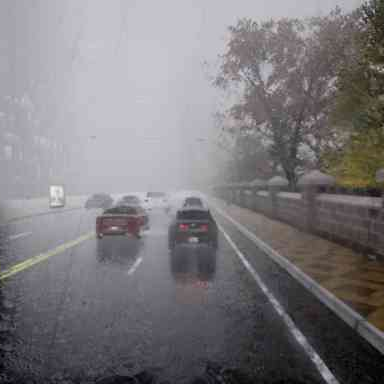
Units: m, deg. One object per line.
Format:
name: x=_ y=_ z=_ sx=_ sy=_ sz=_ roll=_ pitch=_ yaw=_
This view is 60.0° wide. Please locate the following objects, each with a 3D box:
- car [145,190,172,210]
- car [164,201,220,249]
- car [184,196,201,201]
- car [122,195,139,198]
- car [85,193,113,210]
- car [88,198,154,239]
car: x=-3.148 y=0.844 z=30.971 sx=2.150 sy=2.045 sz=5.566 roll=0 pitch=1 yaw=-1
car: x=0.063 y=1.336 z=13.583 sx=1.837 sy=1.490 sz=4.892 roll=0 pitch=1 yaw=0
car: x=0.065 y=1.147 z=29.266 sx=1.837 sy=1.490 sz=4.892 roll=0 pitch=1 yaw=0
car: x=-6.592 y=1.077 z=35.304 sx=1.837 sy=1.490 sz=4.892 roll=0 pitch=0 yaw=0
car: x=-9.840 y=0.917 z=35.630 sx=2.097 sy=1.767 sz=4.553 roll=0 pitch=1 yaw=0
car: x=-3.155 y=1.280 z=15.940 sx=1.882 sy=1.535 sz=5.008 roll=0 pitch=1 yaw=0
